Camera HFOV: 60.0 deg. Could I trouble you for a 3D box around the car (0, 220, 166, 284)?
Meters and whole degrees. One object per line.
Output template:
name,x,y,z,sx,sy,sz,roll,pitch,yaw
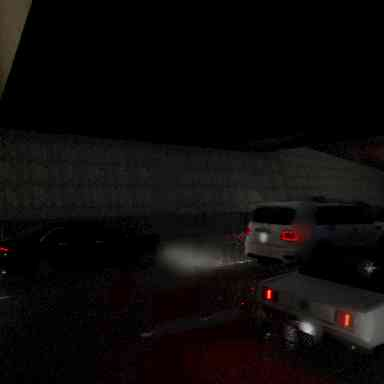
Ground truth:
car,-3.112,1.604,9.973,4.892,1.490,1.837,0,-1,-34

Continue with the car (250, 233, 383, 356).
car,3.483,1.656,5.972,4.718,1.301,1.895,0,-1,-34

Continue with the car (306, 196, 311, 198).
car,18.003,1.675,49.696,5.566,2.045,2.150,1,-1,-34

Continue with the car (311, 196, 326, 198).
car,19.208,1.769,46.290,4.553,1.767,2.097,0,-1,-34

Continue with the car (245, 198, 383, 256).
car,4.197,1.320,10.671,5.566,2.045,2.150,0,-1,-34

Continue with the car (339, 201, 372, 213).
car,21.485,1.916,43.602,4.674,1.442,1.812,0,-1,-34
